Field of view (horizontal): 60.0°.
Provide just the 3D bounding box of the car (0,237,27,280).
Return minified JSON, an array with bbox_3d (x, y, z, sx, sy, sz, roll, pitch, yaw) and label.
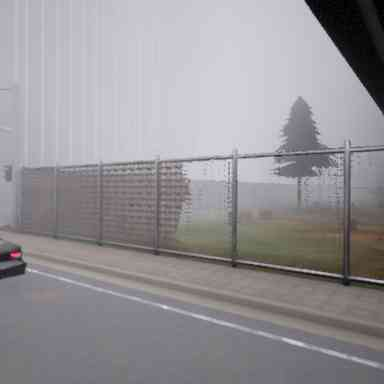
[{"bbox_3d":[-6.330,1.458,8.459,5.357,1.411,2.033,1,0,36],"label":"car"}]
